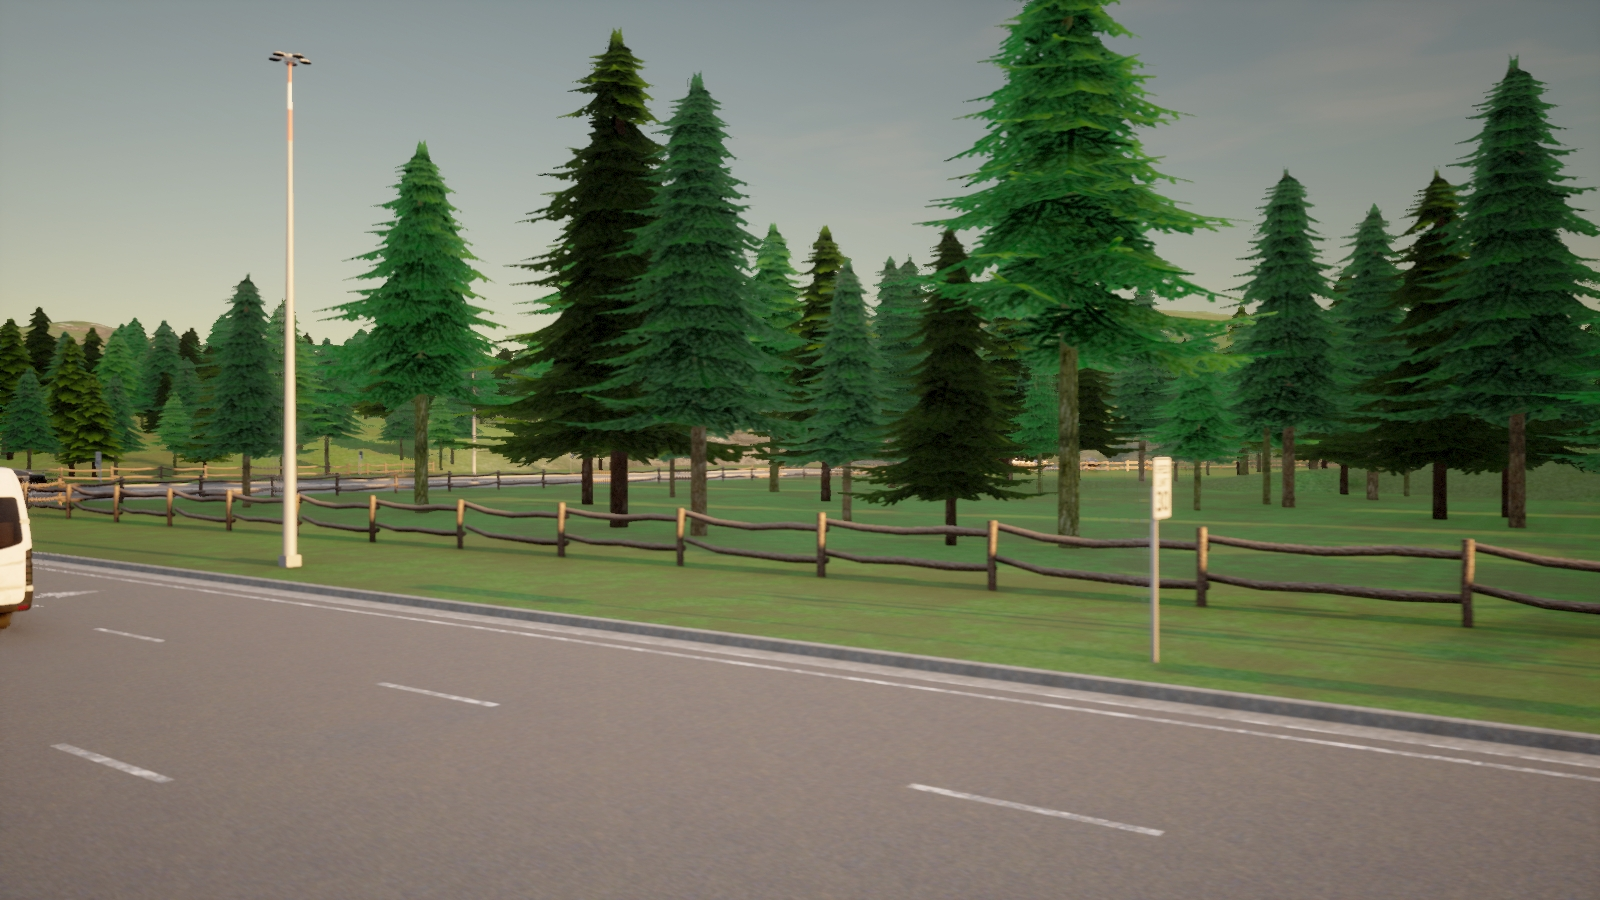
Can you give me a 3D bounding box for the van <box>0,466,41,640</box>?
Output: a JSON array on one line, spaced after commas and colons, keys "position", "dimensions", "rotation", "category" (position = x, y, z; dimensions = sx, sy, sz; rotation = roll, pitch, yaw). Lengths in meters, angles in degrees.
[{"position": [-14.506, 1.534, 18.214], "dimensions": [5.915, 2.561, 1.988], "rotation": [0, 0, 35], "category": "van"}]
